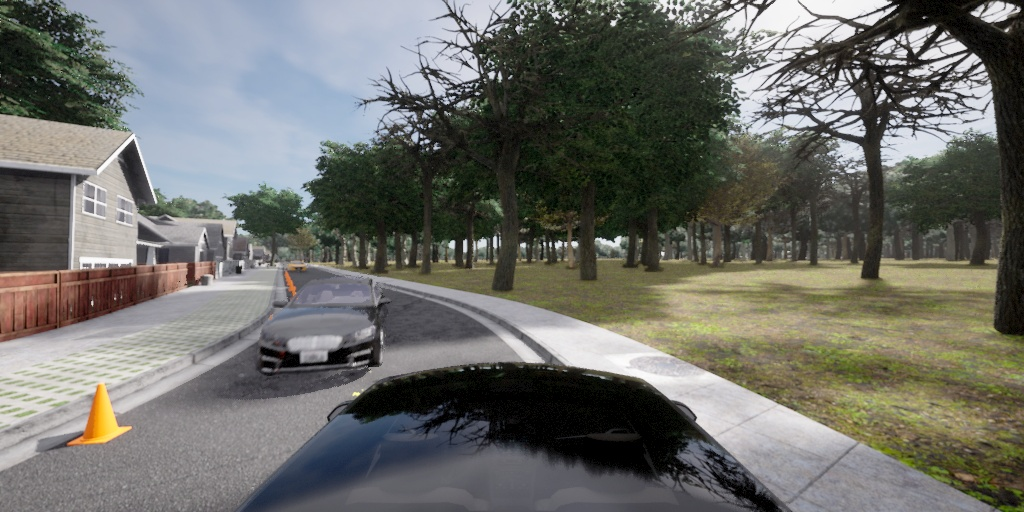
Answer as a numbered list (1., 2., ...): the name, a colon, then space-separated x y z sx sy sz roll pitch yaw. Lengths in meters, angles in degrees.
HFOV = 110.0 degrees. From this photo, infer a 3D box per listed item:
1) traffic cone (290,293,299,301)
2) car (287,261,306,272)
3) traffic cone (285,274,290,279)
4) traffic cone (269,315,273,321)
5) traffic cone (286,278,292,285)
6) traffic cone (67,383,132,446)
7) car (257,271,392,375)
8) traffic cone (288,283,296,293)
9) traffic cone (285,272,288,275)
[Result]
1. traffic cone: -7.491 1.683 12.517 0.340 0.580 0.340 0 0 -29
2. car: -29.888 1.447 49.693 1.882 1.535 5.008 1 -1 -39
3. traffic cone: -15.520 1.750 25.010 0.340 0.580 0.340 0 0 -33
4. traffic cone: -5.624 1.686 8.367 0.340 0.580 0.340 0 0 -19
5. traffic cone: -12.803 1.723 20.812 0.340 0.580 0.340 0 0 -33
6. traffic cone: -4.529 1.698 3.950 0.340 0.580 0.340 0 0 -9
7. car: -3.673 1.235 7.686 2.128 1.511 4.902 1 0 -17
8. traffic cone: -10.085 1.697 16.614 0.340 0.580 0.340 0 0 -33
9. traffic cone: -18.236 1.777 29.209 0.340 0.580 0.340 0 0 -33
